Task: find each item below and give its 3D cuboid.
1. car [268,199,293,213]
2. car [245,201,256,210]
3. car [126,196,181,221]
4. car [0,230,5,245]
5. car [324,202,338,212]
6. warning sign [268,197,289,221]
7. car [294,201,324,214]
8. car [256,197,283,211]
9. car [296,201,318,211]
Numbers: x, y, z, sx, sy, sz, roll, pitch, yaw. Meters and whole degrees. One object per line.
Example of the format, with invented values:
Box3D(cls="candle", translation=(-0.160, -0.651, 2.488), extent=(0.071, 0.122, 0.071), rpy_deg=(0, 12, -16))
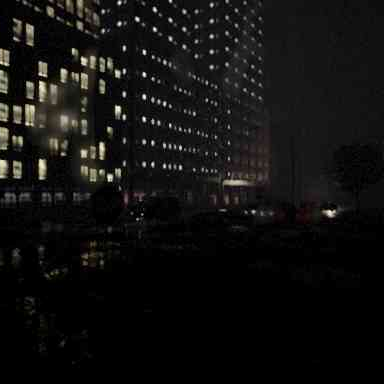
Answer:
Box3D(cls="car", translation=(12.458, 2.021, 44.905), extent=(1.882, 1.535, 5.008), rpy_deg=(0, -1, 37))
Box3D(cls="car", translation=(9.959, 2.178, 52.593), extent=(1.994, 1.385, 4.181), rpy_deg=(0, -1, 36))
Box3D(cls="car", translation=(-3.236, 1.401, 29.134), extent=(2.150, 2.045, 5.566), rpy_deg=(0, -1, 36))
Box3D(cls="car", translation=(-7.531, 1.424, 9.514), extent=(2.033, 1.411, 5.357), rpy_deg=(1, 0, -3))
Box3D(cls="car", translation=(21.034, 2.261, 51.227), extent=(2.033, 1.411, 5.357), rpy_deg=(0, -1, 36))
Box3D(cls="warning sign", translation=(7.055, 1.380, 27.183), extent=(1.300, 1.860, 1.060), rpy_deg=(1, 1, 36))
Box3D(cls="car", translation=(15.109, 2.074, 43.023), extent=(1.812, 1.442, 4.674), rpy_deg=(0, -1, 37))
Box3D(cls="car", translation=(12.252, 1.834, 50.227), extent=(2.150, 2.045, 5.566), rpy_deg=(0, -1, 36))
Box3D(cls="car", translation=(18.408, 2.187, 53.143), extent=(1.882, 1.535, 5.008), rpy_deg=(0, -1, 36))
